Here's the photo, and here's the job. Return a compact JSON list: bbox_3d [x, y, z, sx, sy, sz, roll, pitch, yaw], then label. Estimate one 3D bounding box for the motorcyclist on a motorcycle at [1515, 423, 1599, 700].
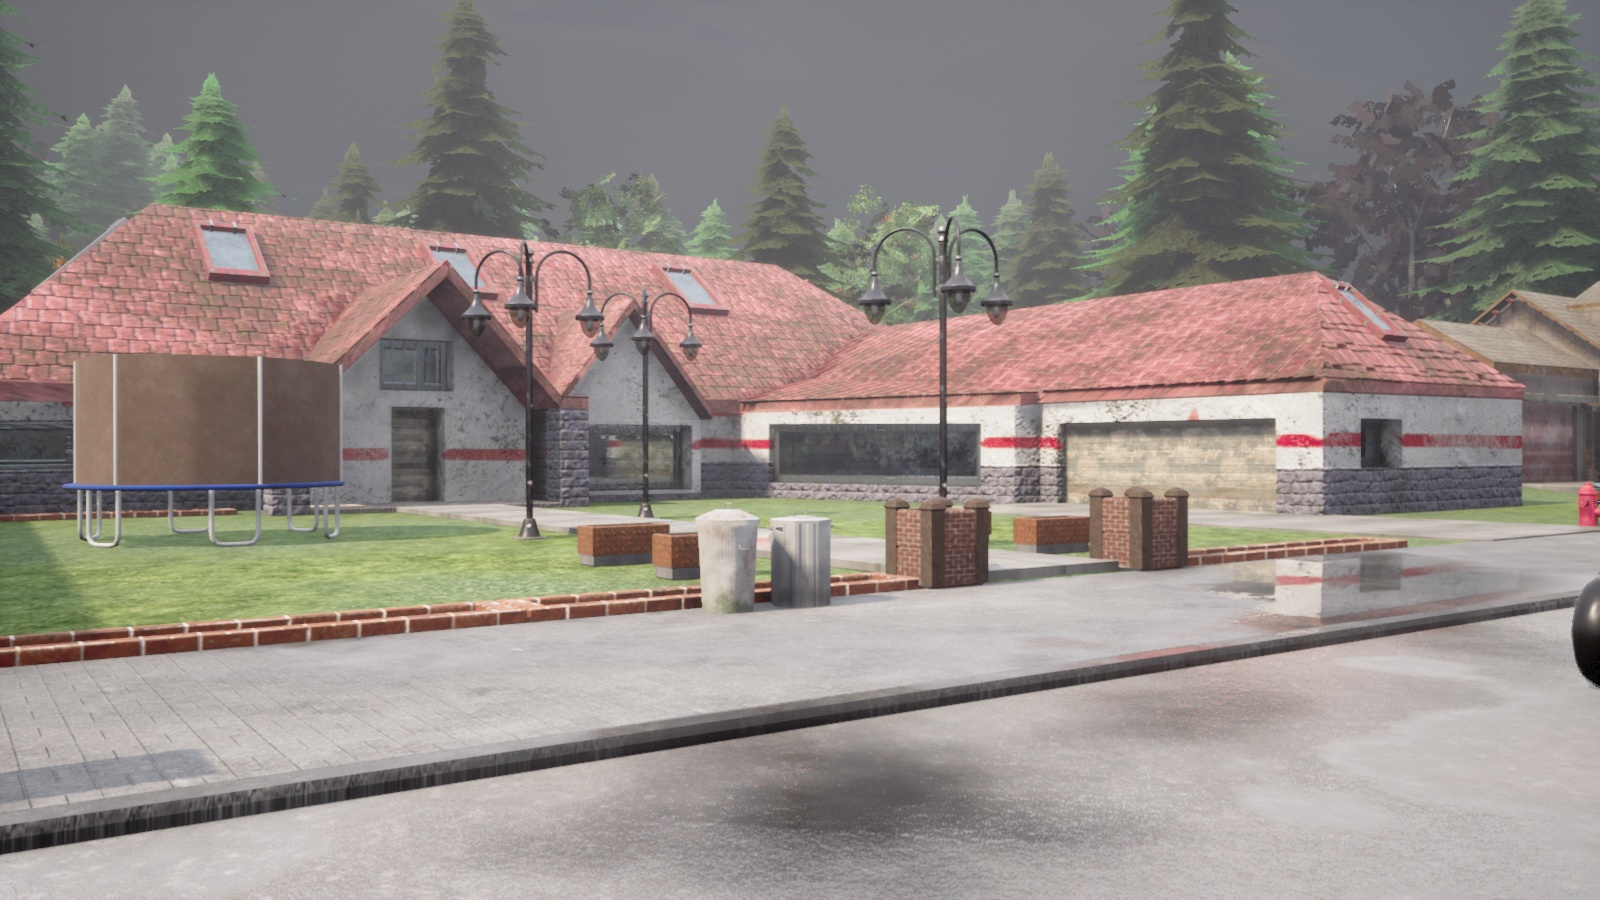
[{"bbox_3d":[5.664,0.656,8.214,2.350,1.649,0.766,-1,0,-35],"label":"motorcyclist on a motorcycle"}]
